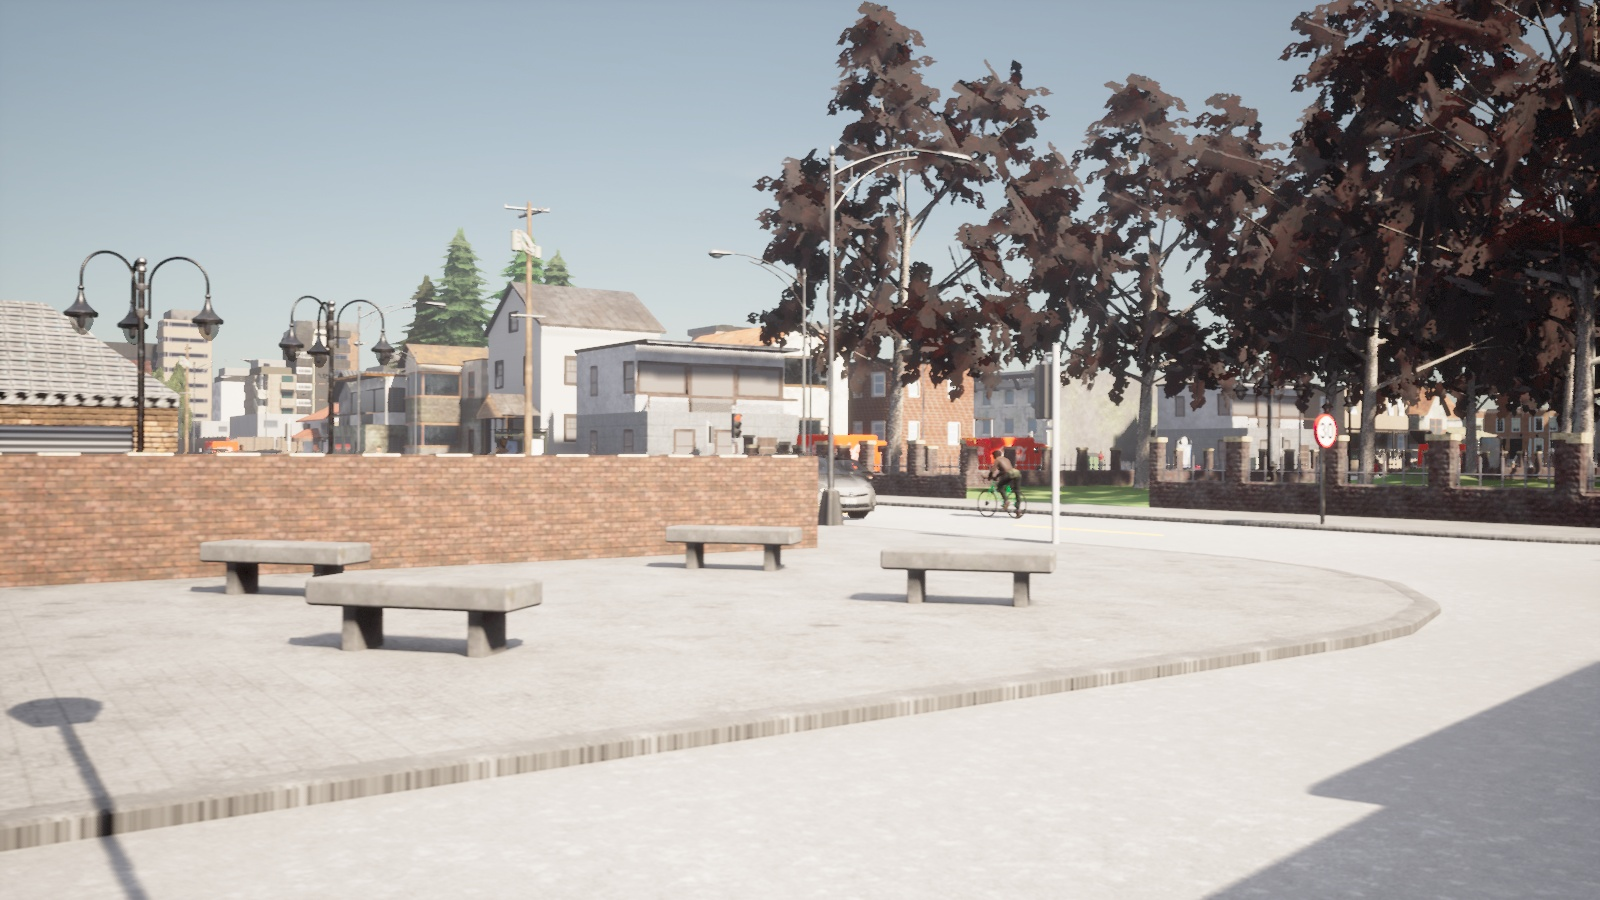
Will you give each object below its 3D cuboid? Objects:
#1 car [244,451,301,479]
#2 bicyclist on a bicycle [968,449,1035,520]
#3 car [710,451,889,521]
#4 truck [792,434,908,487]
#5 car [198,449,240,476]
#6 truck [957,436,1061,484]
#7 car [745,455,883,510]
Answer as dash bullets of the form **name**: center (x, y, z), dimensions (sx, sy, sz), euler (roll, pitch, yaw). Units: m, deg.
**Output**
- **car**: center (-31.630, 0.875, 75.174), dimensions (2.242, 1.667, 4.611), euler (0, 0, -35)
- **bicyclist on a bicycle**: center (4.768, 0.804, 29.814), dimensions (0.582, 1.620, 1.656), euler (0, -1, -35)
- **car**: center (-0.103, 0.799, 29.748), dimensions (2.007, 1.525, 4.514), euler (0, 0, -35)
- **truck**: center (2.467, 0.478, 60.967), dimensions (5.204, 2.467, 2.627), euler (0, 0, -39)
- **car**: center (-41.148, 0.901, 88.884), dimensions (1.932, 1.855, 4.605), euler (0, 0, -35)
- **truck**: center (11.202, 0.503, 67.115), dimensions (5.204, 2.467, 2.627), euler (0, 0, -38)
- **car**: center (0.332, 0.889, 36.240), dimensions (1.816, 1.474, 4.193), euler (0, 0, -36)
